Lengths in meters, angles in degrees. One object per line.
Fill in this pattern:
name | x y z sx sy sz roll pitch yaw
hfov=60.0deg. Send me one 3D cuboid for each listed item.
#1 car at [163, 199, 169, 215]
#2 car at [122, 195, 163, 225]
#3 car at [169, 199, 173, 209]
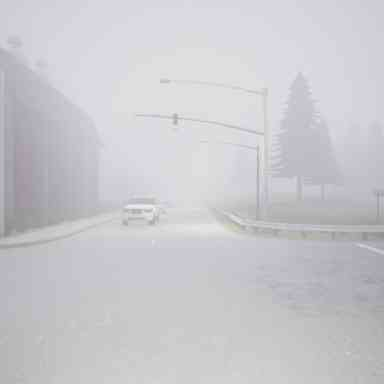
car | -3.727 1.595 35.280 1.812 1.442 4.674 0 0 -1
car | -3.680 1.272 24.721 2.150 2.045 5.566 0 0 0
car | -3.772 1.694 48.497 1.895 1.301 4.718 0 0 0
